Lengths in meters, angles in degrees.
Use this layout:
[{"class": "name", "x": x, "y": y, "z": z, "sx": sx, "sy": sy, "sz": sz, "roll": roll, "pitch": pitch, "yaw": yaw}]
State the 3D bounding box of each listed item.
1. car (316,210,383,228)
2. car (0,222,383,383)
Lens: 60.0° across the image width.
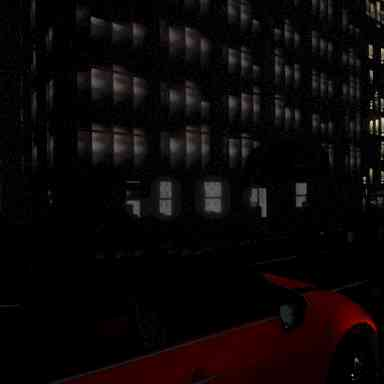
[{"class": "car", "x": 7.474, "y": 1.542, "z": 15.764, "sx": 4.507, "sy": 1.381, "sz": 1.887, "roll": 0, "pitch": -1, "yaw": -35}, {"class": "car", "x": -0.071, "y": 1.351, "z": 3.384, "sx": 4.553, "sy": 1.767, "sz": 2.097, "roll": 0, "pitch": 0, "yaw": -36}]
